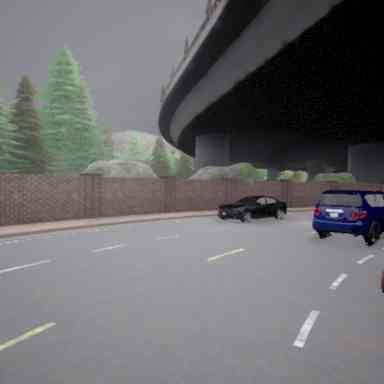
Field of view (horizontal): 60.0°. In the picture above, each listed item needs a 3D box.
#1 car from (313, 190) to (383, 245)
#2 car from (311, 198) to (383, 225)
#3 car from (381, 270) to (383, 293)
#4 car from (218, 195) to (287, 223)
[{"bbox_3d":[7.321,0.938,14.282,5.566,2.045,2.150,0,2,-42],"label":"car"},{"bbox_3d":[10.085,1.130,20.840,5.357,1.411,2.033,0,2,-31],"label":"car"},{"bbox_3d":[5.237,1.488,6.900,1.895,1.301,4.718,2,2,35],"label":"car"},{"bbox_3d":[3.786,0.959,20.459,5.008,1.535,1.882,0,2,-38],"label":"car"}]
